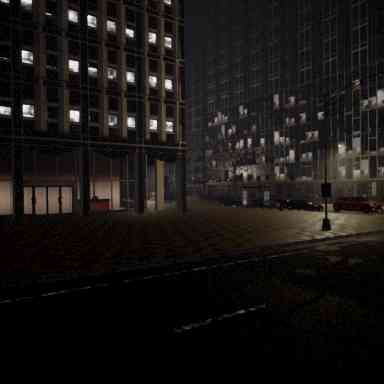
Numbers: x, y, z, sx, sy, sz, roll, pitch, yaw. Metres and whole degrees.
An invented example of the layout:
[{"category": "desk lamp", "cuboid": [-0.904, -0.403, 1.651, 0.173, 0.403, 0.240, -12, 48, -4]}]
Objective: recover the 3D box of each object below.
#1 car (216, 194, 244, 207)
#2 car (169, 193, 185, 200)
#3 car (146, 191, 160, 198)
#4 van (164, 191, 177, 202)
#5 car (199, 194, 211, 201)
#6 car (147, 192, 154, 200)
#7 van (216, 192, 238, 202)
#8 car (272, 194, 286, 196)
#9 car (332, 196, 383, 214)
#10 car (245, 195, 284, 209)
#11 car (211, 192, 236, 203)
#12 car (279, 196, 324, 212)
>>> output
[{"category": "car", "cuboid": [5.768, 1.319, 45.637, 1.947, 1.339, 4.313, 0, 1, -34]}, {"category": "car", "cuboid": [-3.358, 0.935, 73.838, 1.802, 1.307, 4.206, 0, 1, -34]}, {"category": "car", "cuboid": [-9.790, 0.685, 83.208, 1.967, 1.590, 4.097, 0, 1, -34]}, {"category": "van", "cuboid": [-3.835, 0.936, 59.722, 1.690, 1.788, 3.998, 0, 1, -34]}, {"category": "car", "cuboid": [3.074, 1.043, 64.465, 1.802, 1.307, 4.206, 0, 1, -34]}, {"category": "car", "cuboid": [-10.268, 1.039, 69.097, 2.008, 1.369, 4.403, 0, 1, -34]}, {"category": "van", "cuboid": [6.290, 0.855, 59.776, 1.690, 1.788, 3.998, 0, 1, -34]}, {"category": "car", "cuboid": [11.304, 1.117, 42.225, 2.097, 1.767, 4.553, -1, 1, -34]}, {"category": "car", "cuboid": [16.897, 1.206, 34.073, 2.097, 1.767, 4.553, -1, 1, -35]}, {"category": "car", "cuboid": [8.936, 1.387, 40.919, 1.802, 1.307, 4.206, 0, 1, -34]}, {"category": "car", "cuboid": [5.449, 1.175, 50.776, 1.837, 1.490, 4.892, -1, 1, -34]}, {"category": "car", "cuboid": [12.138, 1.423, 36.221, 1.947, 1.339, 4.313, 0, 1, -34]}]
